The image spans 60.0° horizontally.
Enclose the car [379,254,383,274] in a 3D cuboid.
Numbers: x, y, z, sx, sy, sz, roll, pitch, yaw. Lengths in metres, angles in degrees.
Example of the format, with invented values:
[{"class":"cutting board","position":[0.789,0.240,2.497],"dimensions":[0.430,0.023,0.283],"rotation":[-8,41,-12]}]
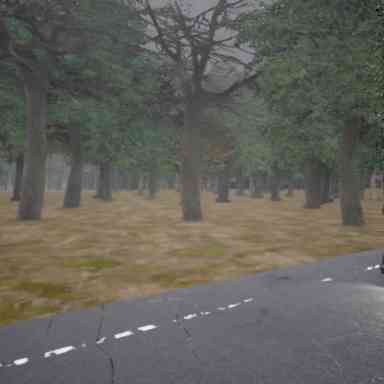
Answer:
[{"class":"car","position":[7.234,1.540,9.031],"dimensions":[5.357,1.411,2.033],"rotation":[0,0,-36]}]
